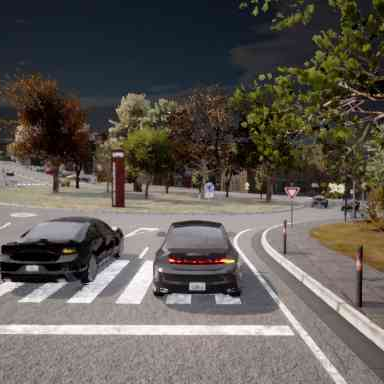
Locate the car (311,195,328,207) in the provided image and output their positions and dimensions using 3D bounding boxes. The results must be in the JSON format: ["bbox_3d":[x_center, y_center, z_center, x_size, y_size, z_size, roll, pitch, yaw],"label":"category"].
[{"bbox_3d":[16.529,1.126,43.052,1.837,1.490,4.892,1,2,22],"label":"car"}]

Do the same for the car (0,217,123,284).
[{"bbox_3d":[-3.329,1.443,9.538,1.882,1.535,5.008,0,1,1],"label":"car"}]

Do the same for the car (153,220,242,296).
[{"bbox_3d":[0.117,1.475,8.528,1.837,1.490,4.892,0,0,0],"label":"car"}]

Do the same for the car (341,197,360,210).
[{"bbox_3d":[17.993,1.328,37.824,2.033,1.411,5.357,1,2,26],"label":"car"}]
